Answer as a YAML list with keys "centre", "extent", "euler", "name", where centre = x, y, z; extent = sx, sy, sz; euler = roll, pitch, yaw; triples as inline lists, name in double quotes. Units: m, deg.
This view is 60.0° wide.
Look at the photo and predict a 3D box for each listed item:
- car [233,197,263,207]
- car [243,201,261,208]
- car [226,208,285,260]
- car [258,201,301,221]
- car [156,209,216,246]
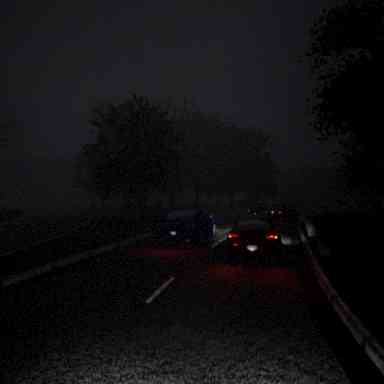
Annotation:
- centre: [11.842, 2.141, 67.772]
  extent: [5.566, 2.045, 2.150]
  euler: [0, -1, 36]
  name: "car"
- centre: [7.406, 1.889, 33.486]
  extent: [1.895, 1.301, 4.718]
  euler: [-1, -1, 38]
  name: "car"
- centre: [2.405, 1.566, 12.583]
  extent: [1.812, 1.442, 4.674]
  euler: [0, 0, 14]
  name: "car"
- centre: [8.180, 1.778, 29.875]
  extent: [2.033, 1.411, 5.357]
  euler: [0, -1, 35]
  name: "car"
- centre: [-0.138, 1.524, 15.799]
  extent: [1.882, 1.535, 5.008]
  euler: [0, 0, 14]
  name: "car"
